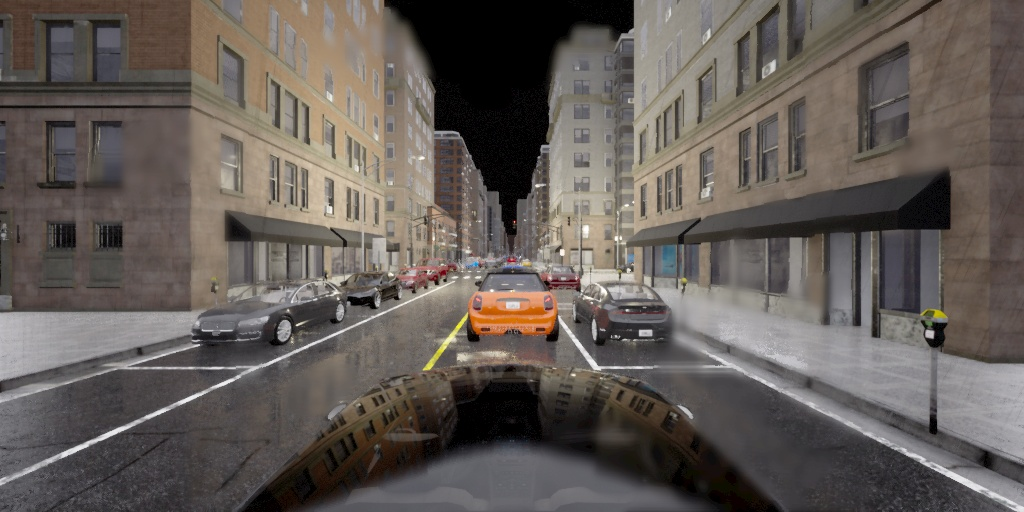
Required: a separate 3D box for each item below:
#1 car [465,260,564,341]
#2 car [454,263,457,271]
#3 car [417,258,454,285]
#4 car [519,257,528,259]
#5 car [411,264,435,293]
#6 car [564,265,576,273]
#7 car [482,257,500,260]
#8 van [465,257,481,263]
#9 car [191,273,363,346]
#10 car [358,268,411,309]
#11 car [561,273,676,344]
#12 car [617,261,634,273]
[{"bbox_3d":[0.014,1.101,9.987,2.097,1.767,4.553,0,0,0],"label":"car"},{"bbox_3d":[-8.807,1.221,41.329,5.008,1.535,1.882,0,2,-28],"label":"car"},{"bbox_3d":[-5.873,1.061,25.870,2.192,1.841,5.009,0,0,0],"label":"car"},{"bbox_3d":[2.626,1.260,64.209,1.751,1.417,4.829,0,0,0],"label":"car"},{"bbox_3d":[-5.869,1.330,20.347,1.802,1.307,4.207,0,0,0],"label":"car"},{"bbox_3d":[2.657,1.187,20.378,1.967,1.591,4.097,0,0,0],"label":"car"},{"bbox_3d":[-3.127,1.263,54.463,1.812,1.442,4.674,0,0,0],"label":"car"},{"bbox_3d":[-5.892,1.079,52.818,1.690,1.789,3.998,0,0,0],"label":"van"},{"bbox_3d":[-5.861,1.300,9.299,2.007,1.370,4.403,0,0,0],"label":"car"},{"bbox_3d":[-5.865,1.314,14.823,1.948,1.339,4.313,0,0,0],"label":"car"},{"bbox_3d":[2.665,1.300,9.328,2.007,1.370,4.403,0,0,0],"label":"car"},{"bbox_3d":[14.539,1.238,41.012,4.892,1.490,1.837,0,0,1],"label":"car"}]
